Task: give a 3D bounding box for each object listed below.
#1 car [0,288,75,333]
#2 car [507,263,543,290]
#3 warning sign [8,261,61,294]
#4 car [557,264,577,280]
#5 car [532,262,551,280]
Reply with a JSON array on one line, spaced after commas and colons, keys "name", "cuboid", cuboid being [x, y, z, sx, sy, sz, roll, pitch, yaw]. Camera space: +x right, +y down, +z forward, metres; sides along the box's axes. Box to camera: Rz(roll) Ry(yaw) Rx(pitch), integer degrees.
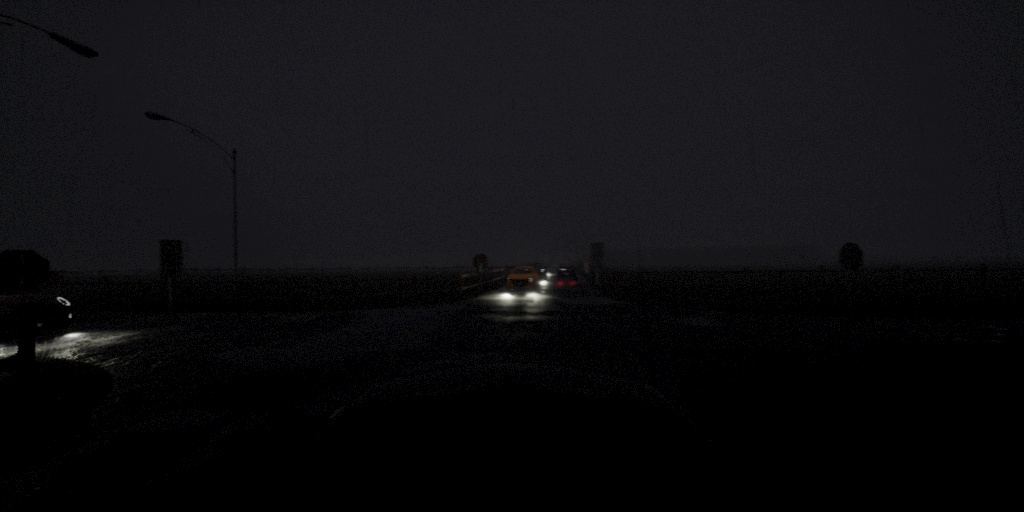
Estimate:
[{"name": "car", "cuboid": [-15.596, 1.408, 10.382, 4.553, 1.767, 2.097, -1, 0, 8]}, {"name": "car", "cuboid": [0.848, 1.451, 24.664, 1.882, 1.535, 5.008, -1, -1, 8]}, {"name": "warning sign", "cuboid": [-21.860, 1.298, 16.627, 1.060, 1.860, 1.300, 0, 0, 8]}, {"name": "car", "cuboid": [5.422, 1.490, 35.548, 2.128, 1.511, 4.902, -1, -1, 8]}, {"name": "car", "cuboid": [2.346, 1.396, 34.918, 2.097, 1.767, 4.553, -1, -1, 8]}]
